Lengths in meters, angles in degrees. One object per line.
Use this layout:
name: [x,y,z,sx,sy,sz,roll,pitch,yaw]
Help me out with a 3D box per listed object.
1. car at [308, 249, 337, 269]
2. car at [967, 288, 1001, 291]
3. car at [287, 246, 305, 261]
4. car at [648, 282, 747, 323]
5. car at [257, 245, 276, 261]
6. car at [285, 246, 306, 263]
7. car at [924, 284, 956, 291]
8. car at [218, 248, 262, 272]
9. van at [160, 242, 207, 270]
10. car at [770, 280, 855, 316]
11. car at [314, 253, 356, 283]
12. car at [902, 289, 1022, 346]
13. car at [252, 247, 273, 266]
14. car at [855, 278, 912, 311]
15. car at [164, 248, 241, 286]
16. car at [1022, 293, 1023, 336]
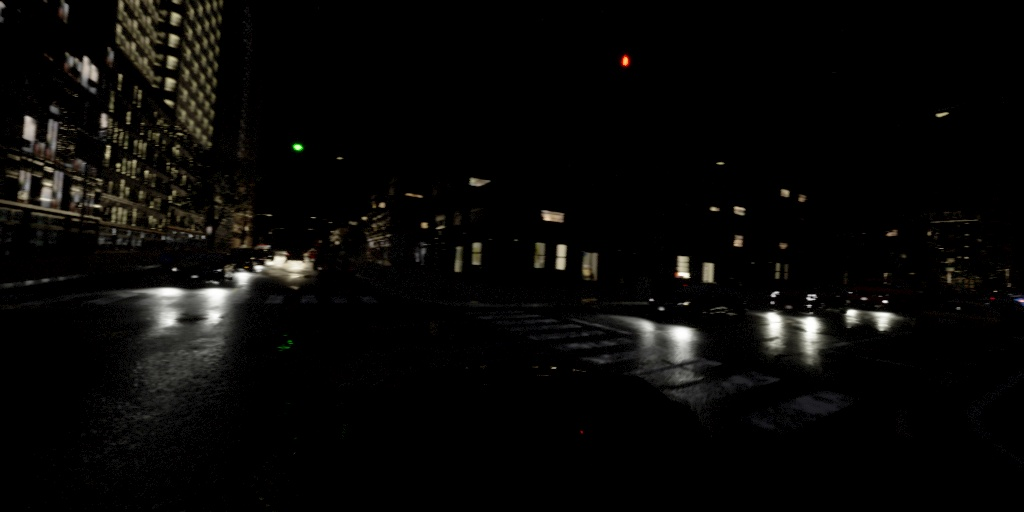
car: [-16.802,0.370,32.289,2.192,1.841,5.009,0,0,-30]
car: [37.341,3.475,27.817,4.902,1.511,2.128,3,-2,-30]
car: [-32.943,-0.483,54.739,2.150,2.045,5.566,4,-1,-30]
car: [7.582,1.796,14.468,4.674,1.442,1.812,3,-2,-30]
car: [-29.961,-0.174,43.553,1.882,1.535,5.008,4,-1,-30]
car: [-26.890,-0.090,44.555,2.097,1.767,4.553,4,-1,-30]
car: [49.684,4.201,41.556,5.009,1.841,2.192,0,0,-30]
car: [-19.573,0.358,25.655,1.994,1.385,4.181,4,-1,-30]
van: [-21.141,0.004,23.130,1.690,1.789,3.998,0,0,-30]
car: [16.010,2.131,19.287,4.553,1.767,2.097,3,-2,-30]
car: [-11.082,0.740,22.492,1.967,1.591,4.097,0,0,-30]
car: [15.632,2.119,12.402,4.829,1.417,1.751,0,0,-30]
car: [-24.752,0.119,34.532,2.033,1.411,5.357,4,-1,-31]
car: [25.190,2.552,24.529,5.566,2.045,2.150,3,-1,-29]
car: [-14.534,0.536,17.079,1.812,1.442,4.674,4,-1,-31]
car: [20.279,2.434,15.064,4.403,1.370,2.007,0,0,-30]
